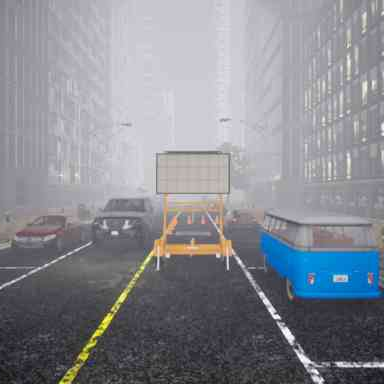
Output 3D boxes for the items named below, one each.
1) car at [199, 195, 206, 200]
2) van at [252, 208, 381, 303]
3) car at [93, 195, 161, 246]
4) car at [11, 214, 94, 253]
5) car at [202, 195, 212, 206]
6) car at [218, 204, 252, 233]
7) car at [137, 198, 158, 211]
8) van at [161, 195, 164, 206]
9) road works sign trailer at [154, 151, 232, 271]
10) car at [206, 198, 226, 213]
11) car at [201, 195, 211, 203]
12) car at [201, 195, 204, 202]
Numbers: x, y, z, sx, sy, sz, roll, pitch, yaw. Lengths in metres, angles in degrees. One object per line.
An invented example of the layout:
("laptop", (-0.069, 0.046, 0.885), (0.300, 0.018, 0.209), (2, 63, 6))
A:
("car", (3.000, 1.462, 93.293), (1.887, 1.381, 4.507), (0, 0, 0))
("van", (2.714, 1.341, 7.907), (1.690, 1.788, 3.998), (0, 0, 0))
("car", (-2.951, 1.221, 15.519), (2.150, 2.045, 5.566), (0, 0, 0))
("car", (-5.648, 1.582, 13.629), (1.802, 1.307, 4.206), (0, 0, 0))
("car", (2.848, 1.544, 47.753), (2.008, 1.369, 4.403), (0, 0, 0))
("car", (2.752, 1.581, 19.291), (1.802, 1.307, 4.206), (0, 0, 0))
("car", (-5.552, 1.548, 42.092), (2.008, 1.369, 4.403), (0, 0, 0))
("van", (-5.514, 1.328, 53.477), (1.690, 1.788, 3.998), (0, 0, 0))
("road works sign trailer", (0.034, 0.464, 10.935), (2.380, 3.560, 2.880), (0, 0, 0))
("car", (2.809, 1.581, 36.368), (1.802, 1.307, 4.206), (0, 0, 0))
("car", (2.924, 1.401, 70.523), (1.967, 1.590, 4.097), (0, 0, 0))
("car", (2.866, 1.538, 53.446), (2.008, 1.369, 4.403), (0, 0, 0))
